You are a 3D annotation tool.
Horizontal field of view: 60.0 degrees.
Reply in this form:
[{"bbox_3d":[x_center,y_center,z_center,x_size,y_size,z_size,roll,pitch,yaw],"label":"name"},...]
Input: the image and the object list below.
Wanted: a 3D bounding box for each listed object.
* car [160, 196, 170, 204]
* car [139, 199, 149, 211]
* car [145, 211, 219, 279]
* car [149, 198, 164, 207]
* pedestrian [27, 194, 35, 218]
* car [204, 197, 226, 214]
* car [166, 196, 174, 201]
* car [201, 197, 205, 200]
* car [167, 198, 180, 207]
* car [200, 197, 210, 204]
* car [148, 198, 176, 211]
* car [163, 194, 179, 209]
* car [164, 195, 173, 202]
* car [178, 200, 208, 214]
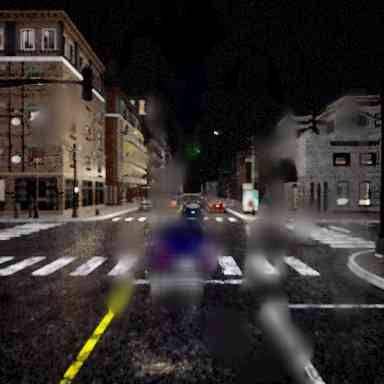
[{"bbox_3d":[-5.710,1.664,70.583,1.752,1.417,4.829,0,0,0],"label":"car"},{"bbox_3d":[-5.704,1.620,42.270,2.008,1.369,4.403,0,0,0],"label":"car"},{"bbox_3d":[-0.416,1.538,10.056,1.812,1.442,4.674,0,0,-8],"label":"car"},{"bbox_3d":[-5.706,1.646,53.664,2.008,1.369,4.403,0,0,0],"label":"car"},{"bbox_3d":[-12.636,1.104,25.998,0.375,1.860,0.375,0,0,0],"label":"pedestrian"},{"bbox_3d":[2.677,1.497,36.587,1.967,1.590,4.097,0,0,0],"label":"car"},{"bbox_3d":[-5.714,1.714,87.673,1.752,1.417,4.829,-1,0,0],"label":"car"},{"bbox_3d":[2.675,1.664,47.981,1.802,1.307,4.206,0,0,0],"label":"car"},{"bbox_3d":[-3.011,1.662,55.011,1.994,1.385,4.181,0,0,0],"label":"car"},{"bbox_3d":[2.671,1.690,70.768,2.008,1.369,4.403,-1,0,0],"label":"car"},{"bbox_3d":[-3.104,1.618,35.212,1.994,1.385,4.181,0,0,0],"label":"car"},{"bbox_3d":[-3.086,1.427,45.012,2.097,1.767,4.553,0,0,0],"label":"car"},{"bbox_3d":[-5.714,1.612,82.146,1.967,1.590,4.097,0,0,0],"label":"car"},{"bbox_3d":[0.096,1.597,28.545,1.994,1.385,4.181,0,-1,0],"label":"car"}]
